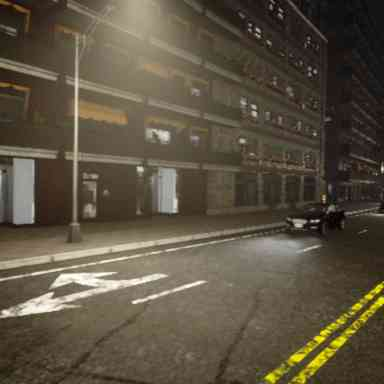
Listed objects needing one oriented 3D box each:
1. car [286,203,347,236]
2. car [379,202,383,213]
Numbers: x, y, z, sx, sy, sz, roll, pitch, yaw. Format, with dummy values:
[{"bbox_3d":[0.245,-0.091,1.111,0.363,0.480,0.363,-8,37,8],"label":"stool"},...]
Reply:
[{"bbox_3d":[6.690,1.332,17.653,2.128,1.511,4.902,2,1,41],"label":"car"},{"bbox_3d":[20.354,1.413,33.631,1.837,1.490,4.892,2,1,39],"label":"car"}]
